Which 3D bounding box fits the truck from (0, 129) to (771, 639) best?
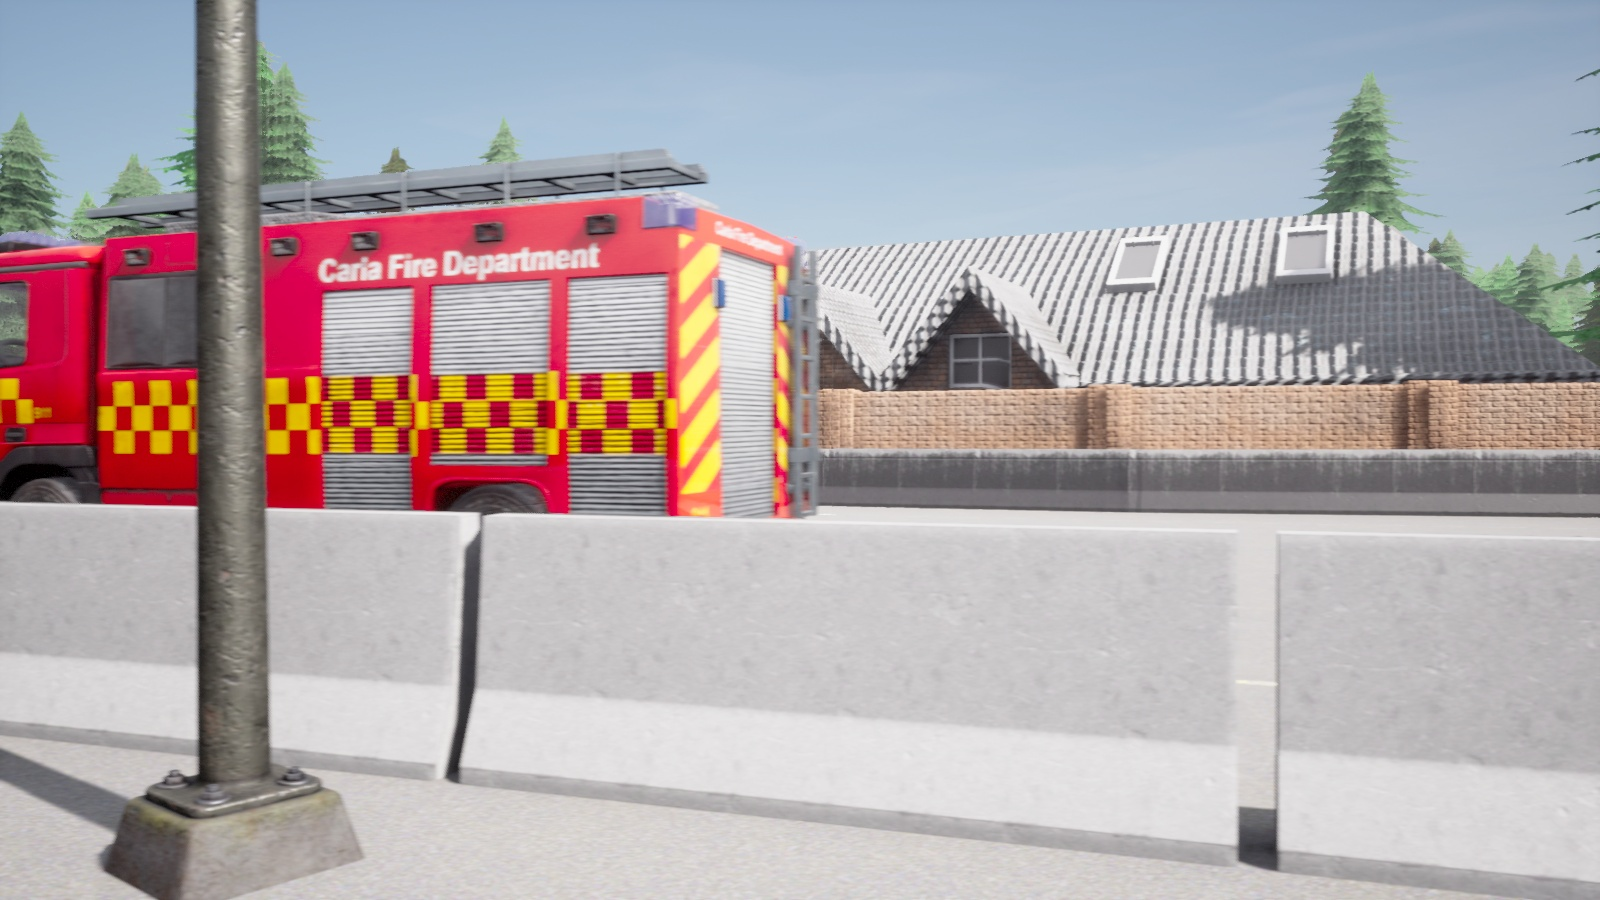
[{"bbox_3d":[-4.753,-0.549,12.301,8.468,3.827,2.891,1,1,21],"label":"truck"}]
